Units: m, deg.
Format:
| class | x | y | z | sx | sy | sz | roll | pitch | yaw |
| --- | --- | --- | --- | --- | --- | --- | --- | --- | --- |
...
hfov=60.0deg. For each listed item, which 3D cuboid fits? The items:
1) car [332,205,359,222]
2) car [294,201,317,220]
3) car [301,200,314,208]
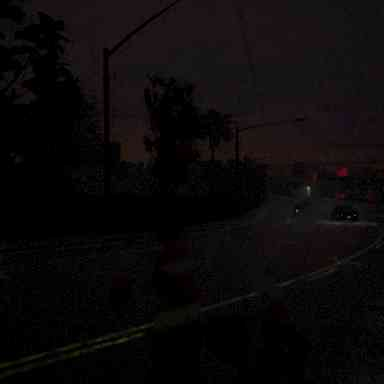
| class | x | y | z | sx | sy | sz | roll | pitch | yaw |
| --- | --- | --- | --- | --- | --- | --- | --- | --- | --- |
| car | 14.465 | 1.998 | 31.504 | 1.837 | 1.490 | 4.892 | 0 | -1 | 17 |
| car | 11.835 | 1.931 | 34.879 | 2.097 | 1.767 | 4.553 | -1 | -1 | 16 |
| car | 24.941 | 2.567 | 71.879 | 2.033 | 1.411 | 5.357 | -1 | -1 | 14 |
